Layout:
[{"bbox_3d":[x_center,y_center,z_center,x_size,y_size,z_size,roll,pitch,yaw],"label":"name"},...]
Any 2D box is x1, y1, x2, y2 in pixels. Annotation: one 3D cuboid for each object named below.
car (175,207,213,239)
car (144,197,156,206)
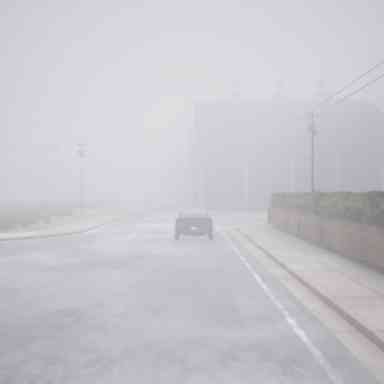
[{"bbox_3d":[0.108,1.558,17.935,1.882,1.535,5.008,0,0,0],"label":"car"},{"bbox_3d":[-7.994,1.789,63.514,1.837,1.490,4.892,0,0,-1],"label":"car"}]
